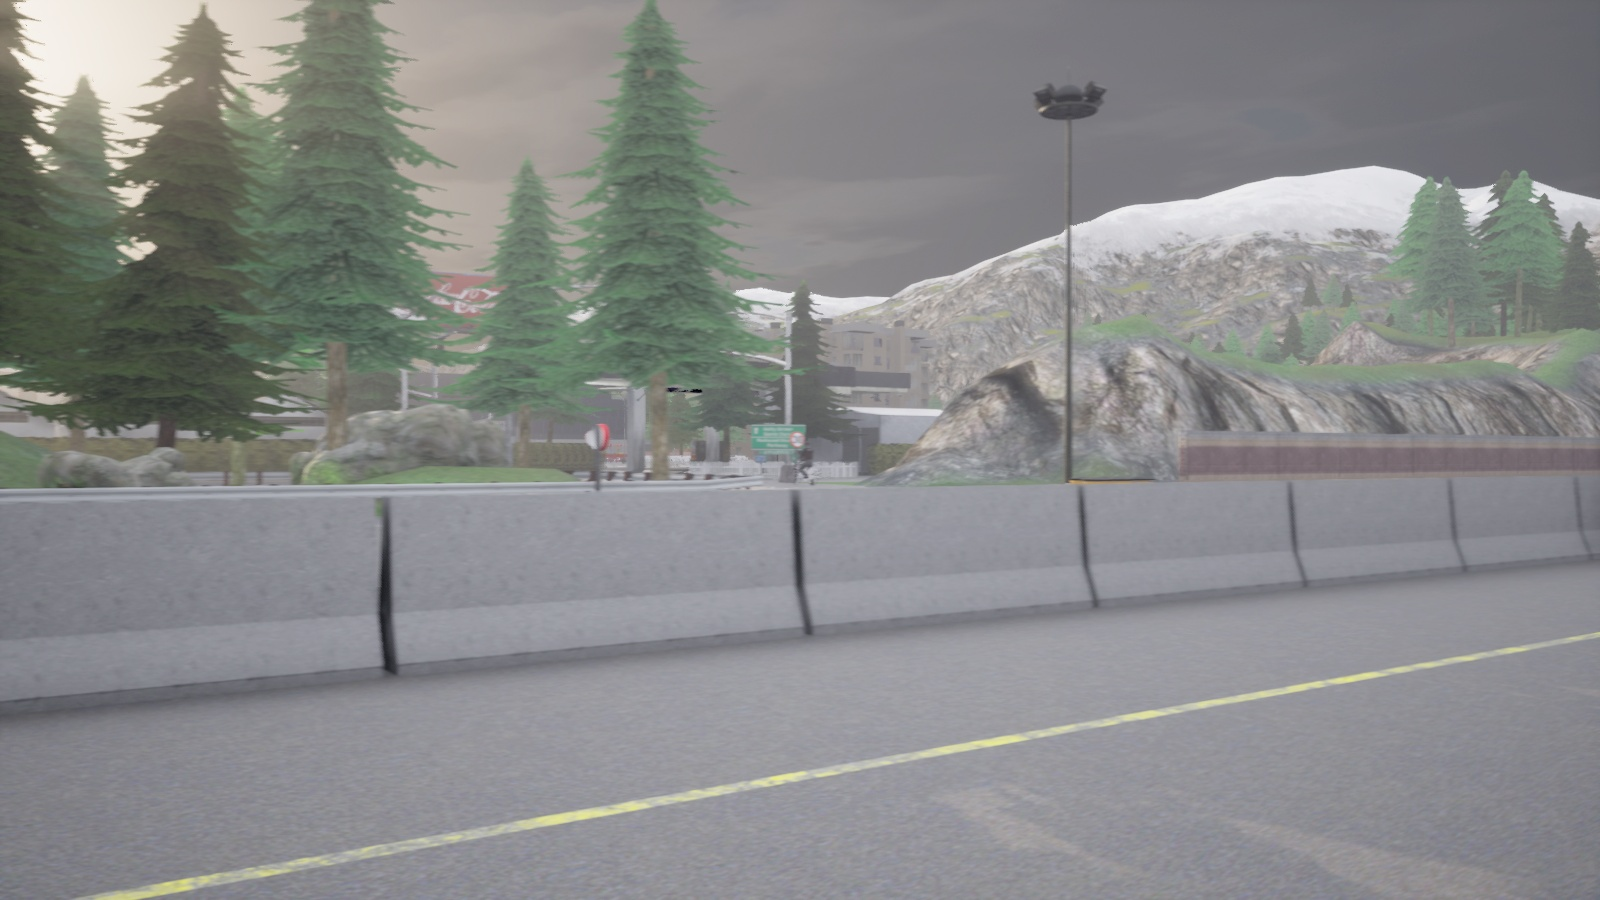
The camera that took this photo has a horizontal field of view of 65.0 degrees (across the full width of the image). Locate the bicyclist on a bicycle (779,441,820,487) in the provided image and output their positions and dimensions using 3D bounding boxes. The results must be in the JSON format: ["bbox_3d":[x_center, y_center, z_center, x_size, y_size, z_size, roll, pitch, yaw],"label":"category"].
[{"bbox_3d":[-0.041,0.542,49.332,0.659,1.776,1.843,0,0,-36],"label":"bicyclist on a bicycle"}]
